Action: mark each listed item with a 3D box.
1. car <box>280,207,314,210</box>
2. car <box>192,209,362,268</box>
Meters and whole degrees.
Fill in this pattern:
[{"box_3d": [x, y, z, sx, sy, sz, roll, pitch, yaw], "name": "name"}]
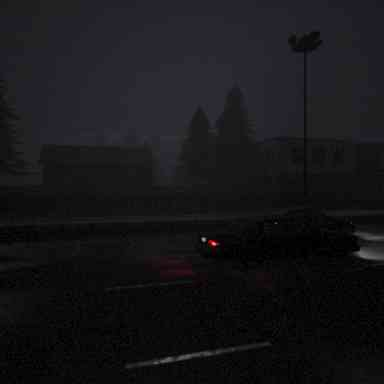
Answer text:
[{"box_3d": [5.162, 1.415, 15.222, 4.674, 1.442, 1.812, -1, 0, -18], "name": "car"}, {"box_3d": [2.734, 1.471, 10.767, 5.357, 1.411, 2.033, 0, 0, -18], "name": "car"}]
